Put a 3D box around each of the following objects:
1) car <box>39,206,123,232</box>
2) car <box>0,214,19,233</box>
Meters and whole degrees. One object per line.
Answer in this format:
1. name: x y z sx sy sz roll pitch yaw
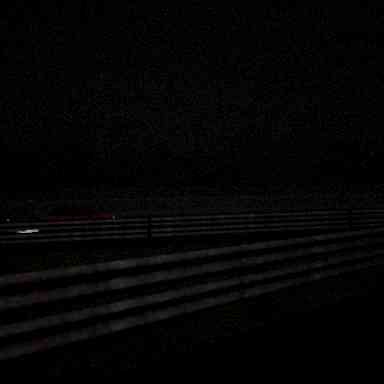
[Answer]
1. car: -6.397 1.599 19.545 4.553 1.767 2.097 -1 1 -11
2. car: -13.647 1.866 21.654 4.181 1.385 1.994 -1 0 -11
